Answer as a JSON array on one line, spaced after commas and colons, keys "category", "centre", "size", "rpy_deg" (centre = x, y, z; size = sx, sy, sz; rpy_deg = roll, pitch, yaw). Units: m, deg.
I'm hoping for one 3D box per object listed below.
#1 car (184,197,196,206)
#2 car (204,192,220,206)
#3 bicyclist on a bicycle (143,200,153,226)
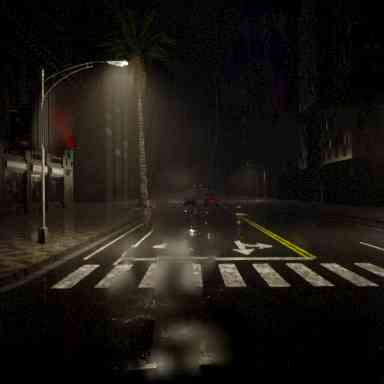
[{"category": "car", "centre": [-0.251, 1.498, 51.456], "size": [1.895, 1.301, 4.718], "rpy_deg": [0, 0, 1]}, {"category": "car", "centre": [2.996, 1.093, 51.409], "size": [2.150, 2.045, 5.566], "rpy_deg": [0, 0, 1]}, {"category": "bicyclist on a bicycle", "centre": [-2.904, 1.388, 21.720], "size": [0.659, 1.776, 1.843], "rpy_deg": [-1, 0, 1]}]
